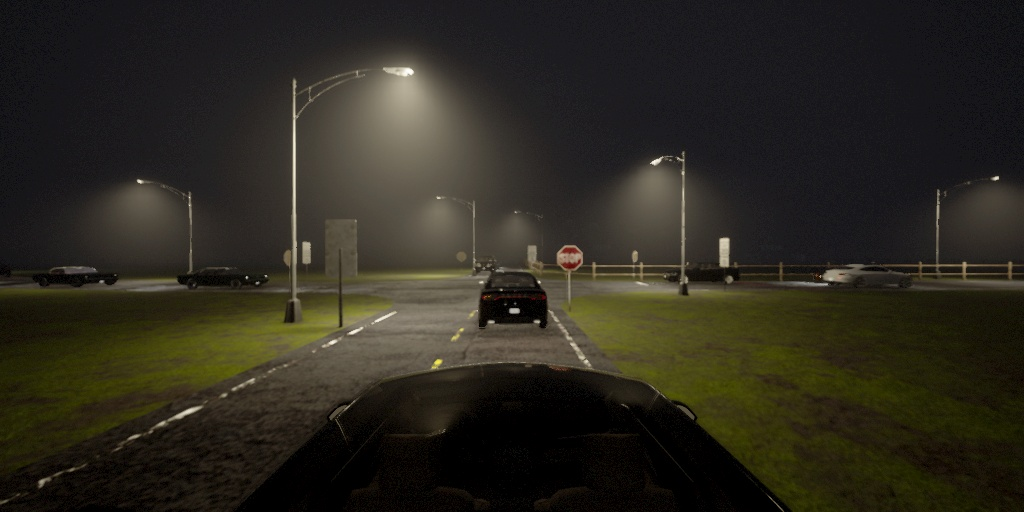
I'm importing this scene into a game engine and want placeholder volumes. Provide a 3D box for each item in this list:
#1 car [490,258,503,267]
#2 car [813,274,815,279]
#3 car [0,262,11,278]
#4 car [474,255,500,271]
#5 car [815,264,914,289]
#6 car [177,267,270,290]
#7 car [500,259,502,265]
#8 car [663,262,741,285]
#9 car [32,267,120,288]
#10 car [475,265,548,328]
[{"bbox_3d":[-2.770,1.151,64.187,2.128,1.511,4.902,0,0,1],"label":"car"},{"bbox_3d":[23.937,1.243,25.408,4.181,1.385,1.994,0,1,-2],"label":"car"},{"bbox_3d":[-48.277,1.242,33.007,5.008,1.535,1.882,0,1,25],"label":"car"},{"bbox_3d":[-2.849,0.914,39.129,2.150,2.045,5.566,0,0,0],"label":"car"},{"bbox_3d":[22.170,1.239,22.428,4.674,1.442,1.812,0,1,-2],"label":"car"},{"bbox_3d":[-17.775,1.355,22.216,4.718,1.301,1.895,0,1,6],"label":"car"},{"bbox_3d":[-2.803,1.239,51.569,1.994,1.385,4.181,0,0,1],"label":"car"},{"bbox_3d":[13.210,1.164,25.136,5.008,1.535,1.882,0,1,0],"label":"car"},{"bbox_3d":[-28.975,1.378,23.896,4.718,1.301,1.895,0,1,12],"label":"car"},{"bbox_3d":[-0.054,1.212,11.410,1.882,1.535,5.008,0,0,-3],"label":"car"}]
